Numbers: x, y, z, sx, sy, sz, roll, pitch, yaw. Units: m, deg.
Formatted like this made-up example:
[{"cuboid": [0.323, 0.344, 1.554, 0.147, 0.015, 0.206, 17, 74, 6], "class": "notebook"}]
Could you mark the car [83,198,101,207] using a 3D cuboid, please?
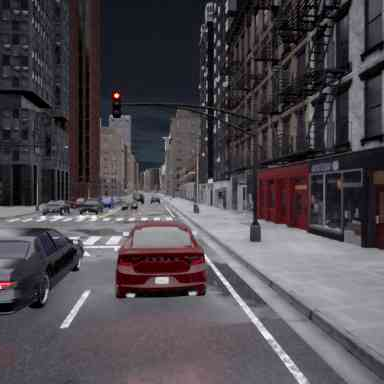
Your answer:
[{"cuboid": [-15.657, 1.621, 52.268, 1.895, 1.301, 4.718, 0, 0, -6], "class": "car"}]

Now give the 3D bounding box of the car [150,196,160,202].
[{"cuboid": [-8.391, 1.571, 75.482, 2.033, 1.411, 5.357, 0, 0, -6], "class": "car"}]

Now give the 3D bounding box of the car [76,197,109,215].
[{"cuboid": [-10.458, 1.558, 34.985, 2.033, 1.411, 5.357, 0, 0, -6], "class": "car"}]

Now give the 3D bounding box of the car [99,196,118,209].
[{"cuboid": [-11.531, 1.494, 44.629, 1.882, 1.535, 5.008, 0, 0, -6], "class": "car"}]

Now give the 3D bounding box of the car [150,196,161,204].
[{"cuboid": [-7.128, 1.531, 65.180, 1.837, 1.490, 4.892, 0, 0, -6], "class": "car"}]

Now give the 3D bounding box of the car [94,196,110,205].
[{"cuboid": [-16.752, 1.517, 62.211, 2.128, 1.511, 4.902, 0, 0, -6], "class": "car"}]

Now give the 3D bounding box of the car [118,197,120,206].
[{"cuboid": [-12.659, 1.513, 54.745, 2.128, 1.511, 4.902, 0, 0, -6], "class": "car"}]

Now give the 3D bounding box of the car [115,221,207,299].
[{"cuboid": [-0.805, 1.477, 8.587, 1.882, 1.535, 5.008, 0, 0, -6], "class": "car"}]

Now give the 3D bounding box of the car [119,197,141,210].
[{"cuboid": [-7.759, 1.616, 42.110, 1.895, 1.301, 4.718, 0, 0, -7], "class": "car"}]

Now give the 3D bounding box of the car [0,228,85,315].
[{"cuboid": [-3.911, 1.547, 7.717, 2.033, 1.411, 5.357, 0, 0, -6], "class": "car"}]

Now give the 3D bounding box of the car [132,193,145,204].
[{"cuboid": [-10.137, 1.251, 62.874, 2.150, 2.045, 5.566, 0, 0, -6], "class": "car"}]

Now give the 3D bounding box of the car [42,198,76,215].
[{"cuboid": [-13.575, 1.515, 33.649, 1.837, 1.490, 4.892, 0, 0, -6], "class": "car"}]
